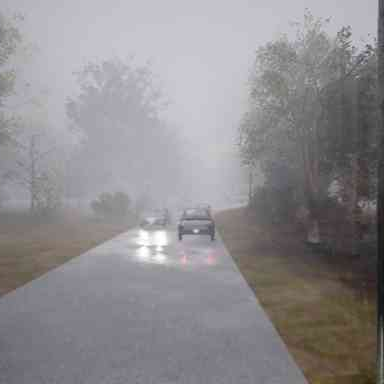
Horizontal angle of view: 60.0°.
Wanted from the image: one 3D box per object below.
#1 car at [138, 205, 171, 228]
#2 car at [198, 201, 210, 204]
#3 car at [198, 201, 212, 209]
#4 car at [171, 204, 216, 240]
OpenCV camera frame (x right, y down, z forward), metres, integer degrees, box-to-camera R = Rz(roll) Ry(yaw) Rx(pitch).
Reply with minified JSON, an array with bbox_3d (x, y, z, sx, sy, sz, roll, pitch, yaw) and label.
[{"bbox_3d":[-2.512,1.680,23.652,2.128,1.511,4.902,0,-1,2],"label":"car"},{"bbox_3d":[1.291,1.950,37.253,2.033,1.411,5.357,0,-1,5],"label":"car"},{"bbox_3d":[2.583,2.583,65.679,1.882,1.535,5.008,0,-2,12],"label":"car"},{"bbox_3d":[0.245,1.620,17.817,2.128,1.511,4.902,0,-1,1],"label":"car"}]
